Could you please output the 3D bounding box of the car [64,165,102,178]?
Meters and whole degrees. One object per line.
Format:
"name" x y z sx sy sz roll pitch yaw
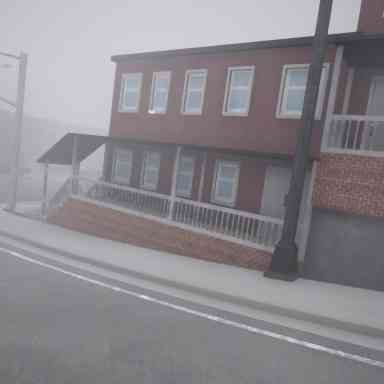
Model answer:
"car" -12.716 -2.385 40.969 1.895 1.301 4.718 11 7 35

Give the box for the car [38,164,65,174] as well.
"car" -16.558 -2.948 41.545 1.895 1.301 4.718 11 7 35

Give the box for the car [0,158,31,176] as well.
"car" -18.591 -2.391 32.807 1.895 1.301 4.718 11 6 34
